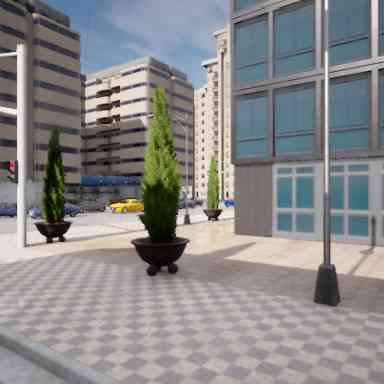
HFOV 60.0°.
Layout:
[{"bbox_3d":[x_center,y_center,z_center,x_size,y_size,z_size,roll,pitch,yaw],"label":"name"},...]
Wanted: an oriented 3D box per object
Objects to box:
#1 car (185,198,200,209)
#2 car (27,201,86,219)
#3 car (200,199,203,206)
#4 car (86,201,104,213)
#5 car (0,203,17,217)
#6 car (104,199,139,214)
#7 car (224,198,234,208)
[{"bbox_3d":[-1.280,1.630,45.838,1.812,1.442,4.674,0,0,35],"label":"car"},{"bbox_3d":[-12.386,1.629,30.164,1.812,1.442,4.674,0,0,35],"label":"car"},{"bbox_3d":[0.081,1.636,53.761,1.812,1.442,4.674,0,0,36],"label":"car"},{"bbox_3d":[-11.704,1.674,37.212,1.994,1.385,4.181,0,0,35],"label":"car"},{"bbox_3d":[-17.042,1.657,29.684,2.033,1.411,5.357,0,0,35],"label":"car"},{"bbox_3d":[-7.061,1.581,37.711,1.882,1.535,5.008,0,0,35],"label":"car"},{"bbox_3d":[6.789,1.575,50.860,1.882,1.535,5.008,0,0,35],"label":"car"}]
